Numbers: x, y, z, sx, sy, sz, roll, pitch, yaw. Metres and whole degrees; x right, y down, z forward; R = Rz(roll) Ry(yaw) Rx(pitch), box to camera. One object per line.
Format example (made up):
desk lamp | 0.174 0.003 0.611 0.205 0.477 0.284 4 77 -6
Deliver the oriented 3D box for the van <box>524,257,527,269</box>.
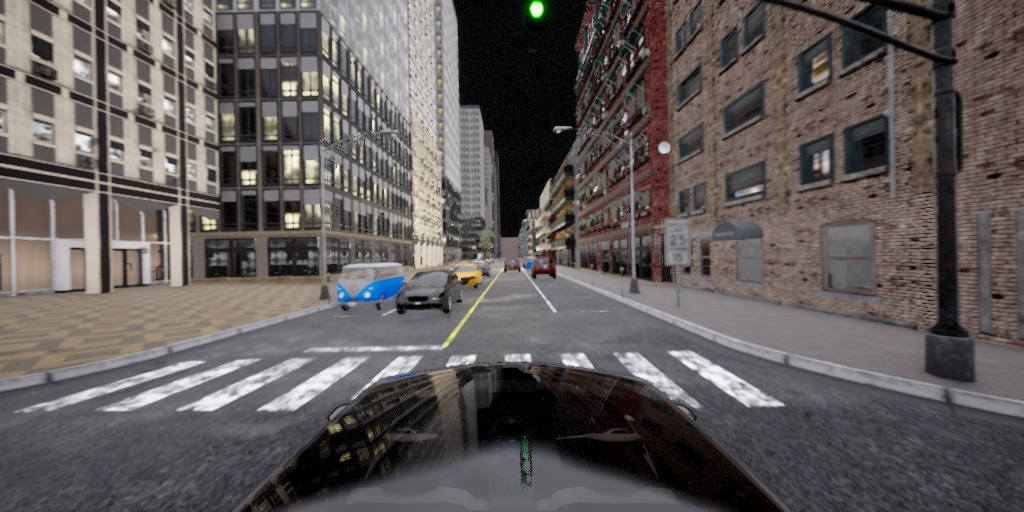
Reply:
van | 2.745 1.022 48.143 1.690 1.789 3.998 0 0 0

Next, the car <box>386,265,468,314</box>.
car | -3.089 1.297 14.194 1.837 1.490 4.892 -1 0 0

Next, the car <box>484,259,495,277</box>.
car | -3.045 1.343 35.582 2.033 1.411 5.357 -1 0 0

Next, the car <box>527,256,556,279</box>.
car | 2.723 0.991 31.491 2.192 1.841 5.009 0 0 0

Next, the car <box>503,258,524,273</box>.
car | 0.034 1.087 44.272 2.097 1.767 4.553 -1 0 0

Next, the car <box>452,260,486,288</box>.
car | -3.072 1.271 24.174 1.882 1.535 5.008 -1 0 0

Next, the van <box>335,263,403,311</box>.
van | -5.677 1.186 14.848 1.690 1.789 3.998 0 0 0
